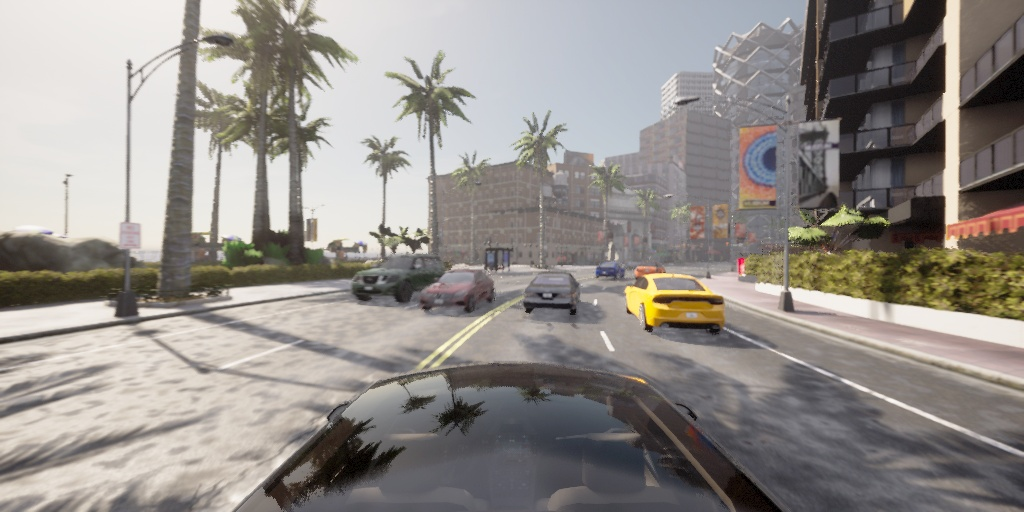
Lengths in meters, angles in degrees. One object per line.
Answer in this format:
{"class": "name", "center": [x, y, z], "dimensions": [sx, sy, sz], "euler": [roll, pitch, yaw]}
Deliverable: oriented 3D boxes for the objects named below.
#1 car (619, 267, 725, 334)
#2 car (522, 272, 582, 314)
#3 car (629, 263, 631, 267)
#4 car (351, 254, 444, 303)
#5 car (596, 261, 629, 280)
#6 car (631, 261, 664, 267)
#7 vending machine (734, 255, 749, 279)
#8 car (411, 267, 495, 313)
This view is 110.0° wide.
{"class": "car", "center": [4.718, 1.280, 11.072], "dimensions": [1.882, 1.535, 5.008], "euler": [0, 0, 9]}
{"class": "car", "center": [1.680, 1.321, 13.982], "dimensions": [2.033, 1.411, 5.357], "euler": [1, 0, 12]}
{"class": "car", "center": [17.507, 1.516, 51.758], "dimensions": [1.994, 1.385, 4.181], "euler": [1, 0, 38]}
{"class": "car", "center": [-4.996, 0.929, 16.821], "dimensions": [2.150, 2.045, 5.566], "euler": [0, 0, 14]}
{"class": "car", "center": [9.329, 1.338, 33.758], "dimensions": [1.882, 1.535, 5.008], "euler": [0, 0, 29]}
{"class": "car", "center": [12.351, 1.242, 31.944], "dimensions": [2.097, 1.767, 4.553], "euler": [1, 0, 29]}
{"class": "vending machine", "center": [20.135, 1.163, 31.174], "dimensions": [1.100, 2.100, 0.880], "euler": [0, 0, 33]}
{"class": "car", "center": [-1.958, 1.263, 14.226], "dimensions": [1.812, 1.442, 4.674], "euler": [0, 0, 12]}
